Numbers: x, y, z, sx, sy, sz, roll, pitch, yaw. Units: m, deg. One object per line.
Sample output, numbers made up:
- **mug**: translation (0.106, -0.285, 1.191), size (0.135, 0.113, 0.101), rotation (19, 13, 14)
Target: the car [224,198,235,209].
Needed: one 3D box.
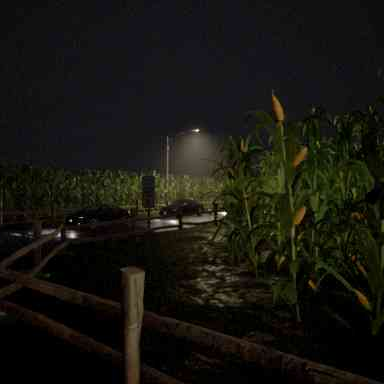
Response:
- **car**: translation (5.064, 1.326, 35.674), size (1.994, 1.385, 4.181), rotation (0, 1, 36)

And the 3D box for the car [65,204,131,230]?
- **car**: translation (-5.749, 1.445, 20.564), size (1.994, 1.385, 4.181), rotation (0, 1, 35)

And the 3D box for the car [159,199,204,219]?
- **car**: translation (-0.735, 1.351, 27.571), size (1.812, 1.442, 4.674), rotation (0, 1, 35)
